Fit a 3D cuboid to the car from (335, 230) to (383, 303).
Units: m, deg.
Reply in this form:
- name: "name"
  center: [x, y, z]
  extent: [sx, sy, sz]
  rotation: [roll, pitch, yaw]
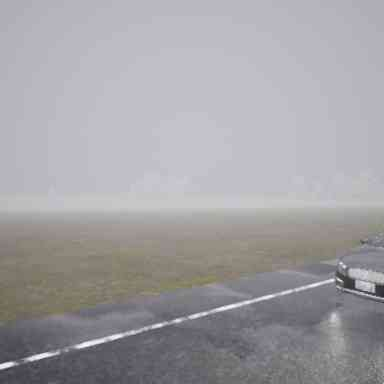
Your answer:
- name: "car"
  center: [5.279, 1.520, 7.671]
  extent: [4.902, 1.511, 2.128]
  rotation: [0, 0, -35]
